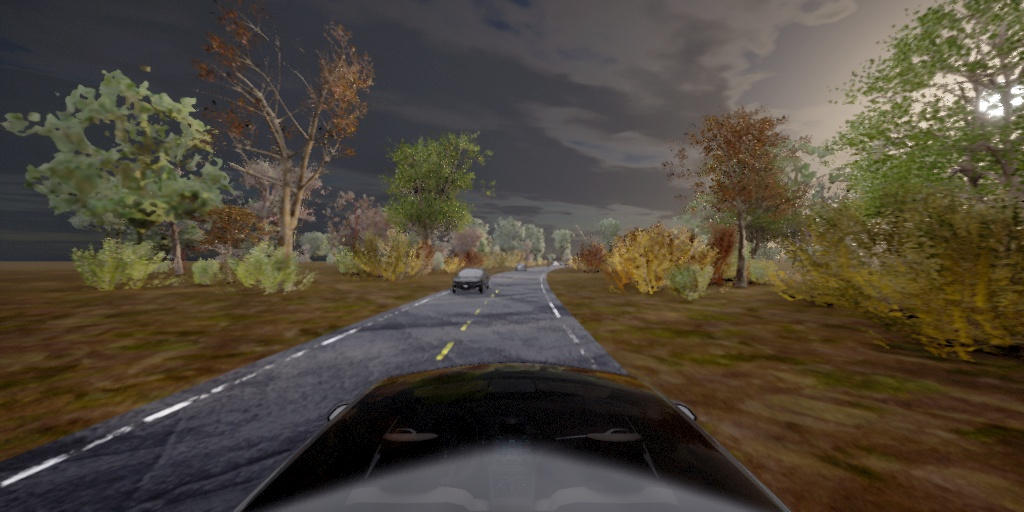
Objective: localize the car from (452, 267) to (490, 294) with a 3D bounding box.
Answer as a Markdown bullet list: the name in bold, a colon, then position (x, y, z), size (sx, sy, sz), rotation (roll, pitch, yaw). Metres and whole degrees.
- **car**: position (-2.519, 1.473, 22.926), size (1.882, 1.535, 5.008), rotation (0, -1, 3)

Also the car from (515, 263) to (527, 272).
- **car**: position (1.651, 1.996, 64.461), size (2.128, 1.511, 4.902), rotation (0, -1, 9)
